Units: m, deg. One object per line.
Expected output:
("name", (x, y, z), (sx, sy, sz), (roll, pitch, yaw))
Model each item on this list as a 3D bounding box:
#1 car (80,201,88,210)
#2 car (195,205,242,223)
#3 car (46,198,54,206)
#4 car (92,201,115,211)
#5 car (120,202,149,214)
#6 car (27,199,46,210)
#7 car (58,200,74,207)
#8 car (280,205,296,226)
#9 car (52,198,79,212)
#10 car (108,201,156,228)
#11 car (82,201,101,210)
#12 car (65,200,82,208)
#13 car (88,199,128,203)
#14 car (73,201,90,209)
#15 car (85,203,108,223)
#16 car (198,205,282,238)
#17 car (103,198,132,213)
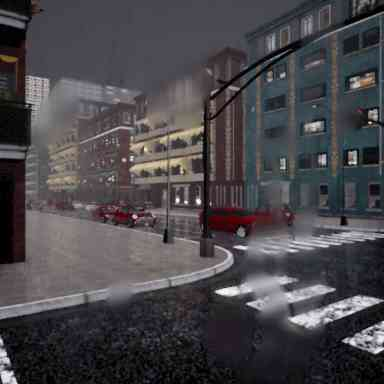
("car", (-13.918, 2.085, 47.374), (1.812, 1.442, 4.674), (0, -1, -35))
("car", (2.220, 1.843, 28.722), (1.802, 1.307, 4.206), (-1, 0, -35))
("car", (-32.797, 2.321, 78.716), (2.192, 1.841, 5.009), (-1, 0, -35))
("car", (-13.697, 2.153, 51.445), (2.008, 1.369, 4.403), (-1, 0, -35))
("car", (-7.332, 2.031, 42.355), (1.947, 1.339, 4.313), (-1, 0, -35))
("car", (-26.507, 2.167, 55.998), (1.967, 1.590, 4.097), (-1, 0, -35))
("car", (-26.428, 2.423, 69.625), (2.008, 1.369, 4.403), (-1, 0, -35))
("car", (5.404, 1.632, 24.180), (1.967, 1.590, 4.097), (-1, 0, -35))
("car", (-19.005, 2.138, 49.775), (1.882, 1.535, 5.008), (0, -1, -35))
("car", (-4.228, 1.690, 24.182), (1.967, 1.590, 4.097), (-1, 0, -35))
("car", (-16.879, 2.252, 55.990), (1.802, 1.307, 4.206), (-1, 0, -35))
("car", (-23.245, 2.370, 65.080), (1.947, 1.339, 4.313), (-1, 0, -35))
("car", (-8.920, 1.750, 35.207), (2.097, 1.767, 4.553), (0, -1, -35))
("car", (-20.062, 2.319, 60.535), (1.802, 1.307, 4.206), (-1, 0, -35))
("car", (-7.409, 1.900, 28.727), (1.802, 1.307, 4.206), (-1, 0, -35))
("car", (2.397, 1.632, 19.004), (1.882, 1.535, 5.008), (0, -1, -35))
("car", (-10.518, 1.849, 46.901), (2.192, 1.841, 5.009), (-1, 0, -35))
